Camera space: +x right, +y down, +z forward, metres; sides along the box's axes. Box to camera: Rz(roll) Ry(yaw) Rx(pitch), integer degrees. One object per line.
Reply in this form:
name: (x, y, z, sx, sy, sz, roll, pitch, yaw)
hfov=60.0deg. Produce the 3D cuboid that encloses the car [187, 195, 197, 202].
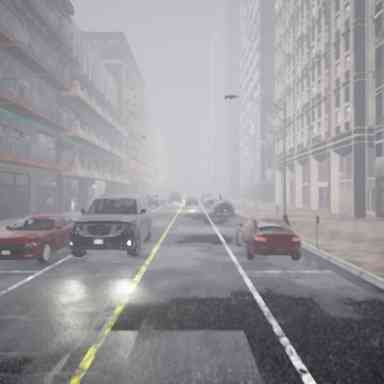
car: (-0.012, 1.266, 63.465, 1.895, 1.301, 4.718, 0, 0, 0)

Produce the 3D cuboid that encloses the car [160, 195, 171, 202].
car: (-5.321, 1.232, 67.102, 1.802, 1.307, 4.206, 1, 0, 0)

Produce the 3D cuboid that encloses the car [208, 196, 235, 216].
car: (2.745, 1.352, 29.884, 1.812, 1.442, 4.674, 0, 0, 0)

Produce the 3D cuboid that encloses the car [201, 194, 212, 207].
car: (2.564, 1.330, 44.971, 1.802, 1.307, 4.206, 1, 0, 0)

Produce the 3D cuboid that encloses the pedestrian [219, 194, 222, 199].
pedestrian: (2.744, 1.104, 32.729, 0.375, 1.860, 0.375, 1, 0, 0)

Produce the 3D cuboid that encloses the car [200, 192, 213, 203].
car: (2.562, 0.988, 61.575, 2.192, 1.841, 5.009, 1, 0, 0)

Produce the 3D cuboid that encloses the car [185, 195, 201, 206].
car: (0.025, 1.337, 47.468, 1.895, 1.301, 4.718, 0, 0, 1)

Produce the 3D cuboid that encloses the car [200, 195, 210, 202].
car: (2.559, 1.232, 67.113, 1.802, 1.307, 4.206, 0, 0, 0)

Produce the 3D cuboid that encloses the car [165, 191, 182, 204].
car: (-2.815, 0.917, 55.973, 2.150, 2.045, 5.566, 0, 0, 0)

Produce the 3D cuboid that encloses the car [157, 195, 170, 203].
car: (-5.320, 1.224, 61.565, 2.008, 1.369, 4.403, 1, 0, 0)

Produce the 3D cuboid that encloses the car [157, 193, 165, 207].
car: (-5.314, 1.063, 44.957, 2.192, 1.841, 5.009, 1, 0, 0)

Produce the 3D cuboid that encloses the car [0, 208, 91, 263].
car: (-5.309, 1.473, 11.743, 1.887, 1.381, 4.507, 1, 0, 0)

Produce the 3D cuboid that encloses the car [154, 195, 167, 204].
car: (-5.319, 1.279, 56.029, 1.802, 1.307, 4.206, 1, 0, 0)

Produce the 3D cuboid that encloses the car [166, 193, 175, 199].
car: (-5.323, 1.025, 83.708, 1.967, 1.590, 4.097, 1, 0, 0)

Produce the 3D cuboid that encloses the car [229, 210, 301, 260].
car: (2.571, 1.510, 11.758, 1.802, 1.307, 4.206, 1, 0, 0)

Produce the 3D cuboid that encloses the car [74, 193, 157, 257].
car: (-2.853, 1.143, 12.903, 2.150, 2.045, 5.566, 0, 0, 0)

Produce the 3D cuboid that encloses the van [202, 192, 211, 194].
van: (2.564, 1.039, 56.040, 1.690, 1.788, 3.998, 1, 0, 0)

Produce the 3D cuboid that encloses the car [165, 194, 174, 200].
car: (-5.323, 1.150, 78.174, 1.887, 1.381, 4.507, 1, 0, 0)

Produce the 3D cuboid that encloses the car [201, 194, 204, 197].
car: (2.563, 1.304, 50.508, 1.802, 1.307, 4.206, 1, 0, 0)
